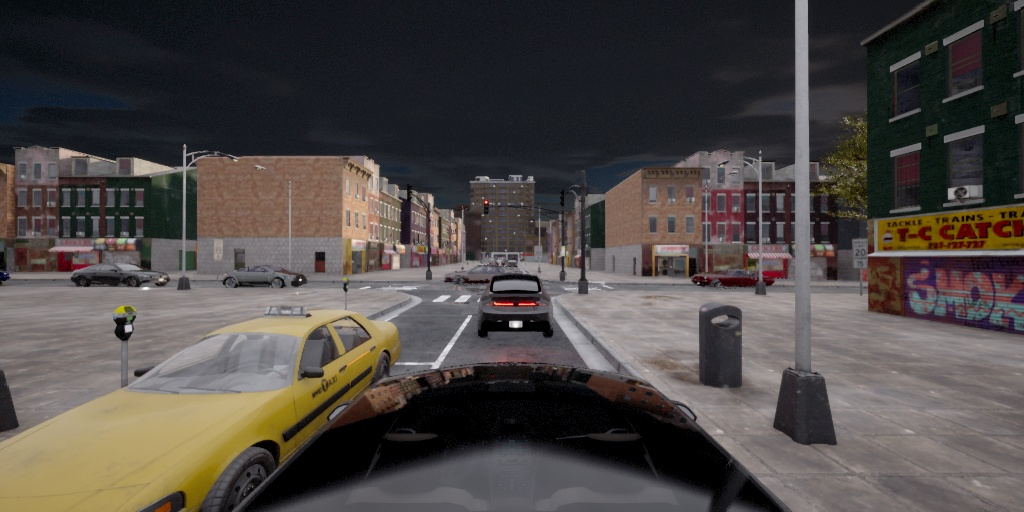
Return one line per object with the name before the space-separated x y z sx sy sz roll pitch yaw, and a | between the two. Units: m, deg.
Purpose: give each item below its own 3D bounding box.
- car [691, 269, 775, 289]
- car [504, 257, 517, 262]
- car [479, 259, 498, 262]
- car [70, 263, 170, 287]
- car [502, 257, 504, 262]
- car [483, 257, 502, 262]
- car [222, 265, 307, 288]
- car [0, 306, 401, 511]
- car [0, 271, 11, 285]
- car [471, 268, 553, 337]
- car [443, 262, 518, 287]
car | 14.860 1.552 24.319 4.718 1.301 1.895 1 0 0
car | 0.032 1.294 56.821 1.882 1.535 5.008 0 0 0
car | -2.678 1.302 35.894 1.751 1.417 4.829 0 0 0
car | -23.022 1.120 21.133 4.674 1.442 1.812 0 0 0
car | -2.710 1.358 63.112 1.751 1.417 4.829 0 0 0
car | -2.685 1.100 41.507 2.192 1.841 5.009 0 0 0
car | -14.501 1.220 21.183 4.181 1.385 1.994 0 0 0
car | -2.640 1.275 3.937 1.751 1.417 4.829 0 0 0
car | -32.919 1.144 21.071 4.718 1.301 1.895 0 0 0
car | 0.086 1.257 10.320 1.837 1.490 4.892 0 0 0
car | -1.842 1.312 24.210 5.357 1.411 2.033 0 0 0
